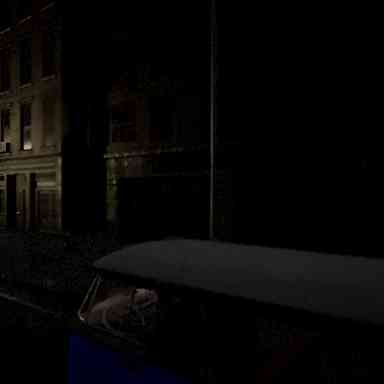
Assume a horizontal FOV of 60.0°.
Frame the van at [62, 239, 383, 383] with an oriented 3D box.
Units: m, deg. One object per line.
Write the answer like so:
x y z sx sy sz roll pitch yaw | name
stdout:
0.778 1.341 2.308 3.998 1.788 1.690 0 0 35 | van
